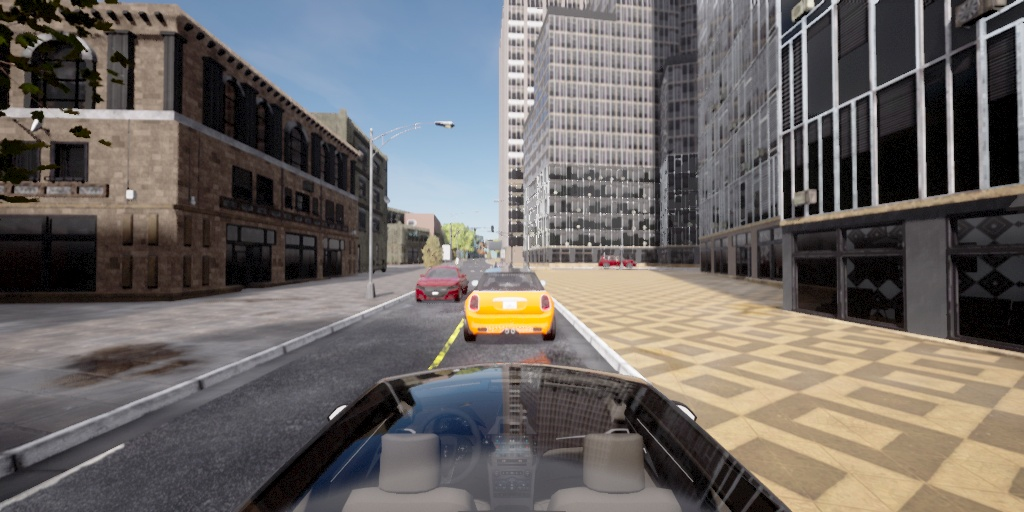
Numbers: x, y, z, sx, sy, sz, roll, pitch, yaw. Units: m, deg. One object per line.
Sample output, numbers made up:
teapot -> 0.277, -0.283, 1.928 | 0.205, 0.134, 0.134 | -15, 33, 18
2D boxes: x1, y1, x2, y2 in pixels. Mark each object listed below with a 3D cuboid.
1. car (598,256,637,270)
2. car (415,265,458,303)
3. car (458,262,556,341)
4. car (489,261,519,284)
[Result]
car -> 14.172, 0.885, 48.440 | 5.009, 1.841, 2.192 | 0, 0, 15
car -> -3.141, 1.208, 16.781 | 1.882, 1.535, 5.008 | 0, 0, -2
car -> -0.085, 1.092, 9.961 | 2.097, 1.767, 4.553 | 0, 0, -1
car -> -0.706, 1.210, 27.985 | 2.128, 1.511, 4.902 | 0, 0, -3
